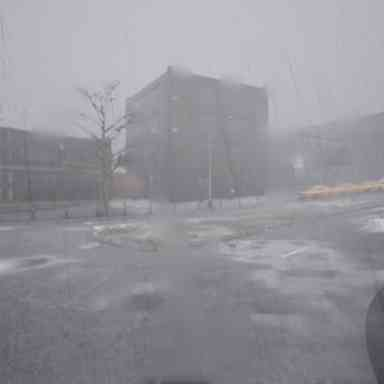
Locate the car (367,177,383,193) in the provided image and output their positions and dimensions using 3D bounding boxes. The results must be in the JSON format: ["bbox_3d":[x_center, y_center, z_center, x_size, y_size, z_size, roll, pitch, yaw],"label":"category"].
[{"bbox_3d":[23.390,-0.754,44.053,5.366,1.575,1.946,-4,2,-34],"label":"car"}]

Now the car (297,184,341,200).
[{"bbox_3d":[14.210,-0.033,37.950,5.366,1.575,1.946,-5,2,-33],"label":"car"}]

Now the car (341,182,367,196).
[{"bbox_3d":[18.802,-0.395,40.997,5.366,1.575,1.946,-4,2,-34],"label":"car"}]
